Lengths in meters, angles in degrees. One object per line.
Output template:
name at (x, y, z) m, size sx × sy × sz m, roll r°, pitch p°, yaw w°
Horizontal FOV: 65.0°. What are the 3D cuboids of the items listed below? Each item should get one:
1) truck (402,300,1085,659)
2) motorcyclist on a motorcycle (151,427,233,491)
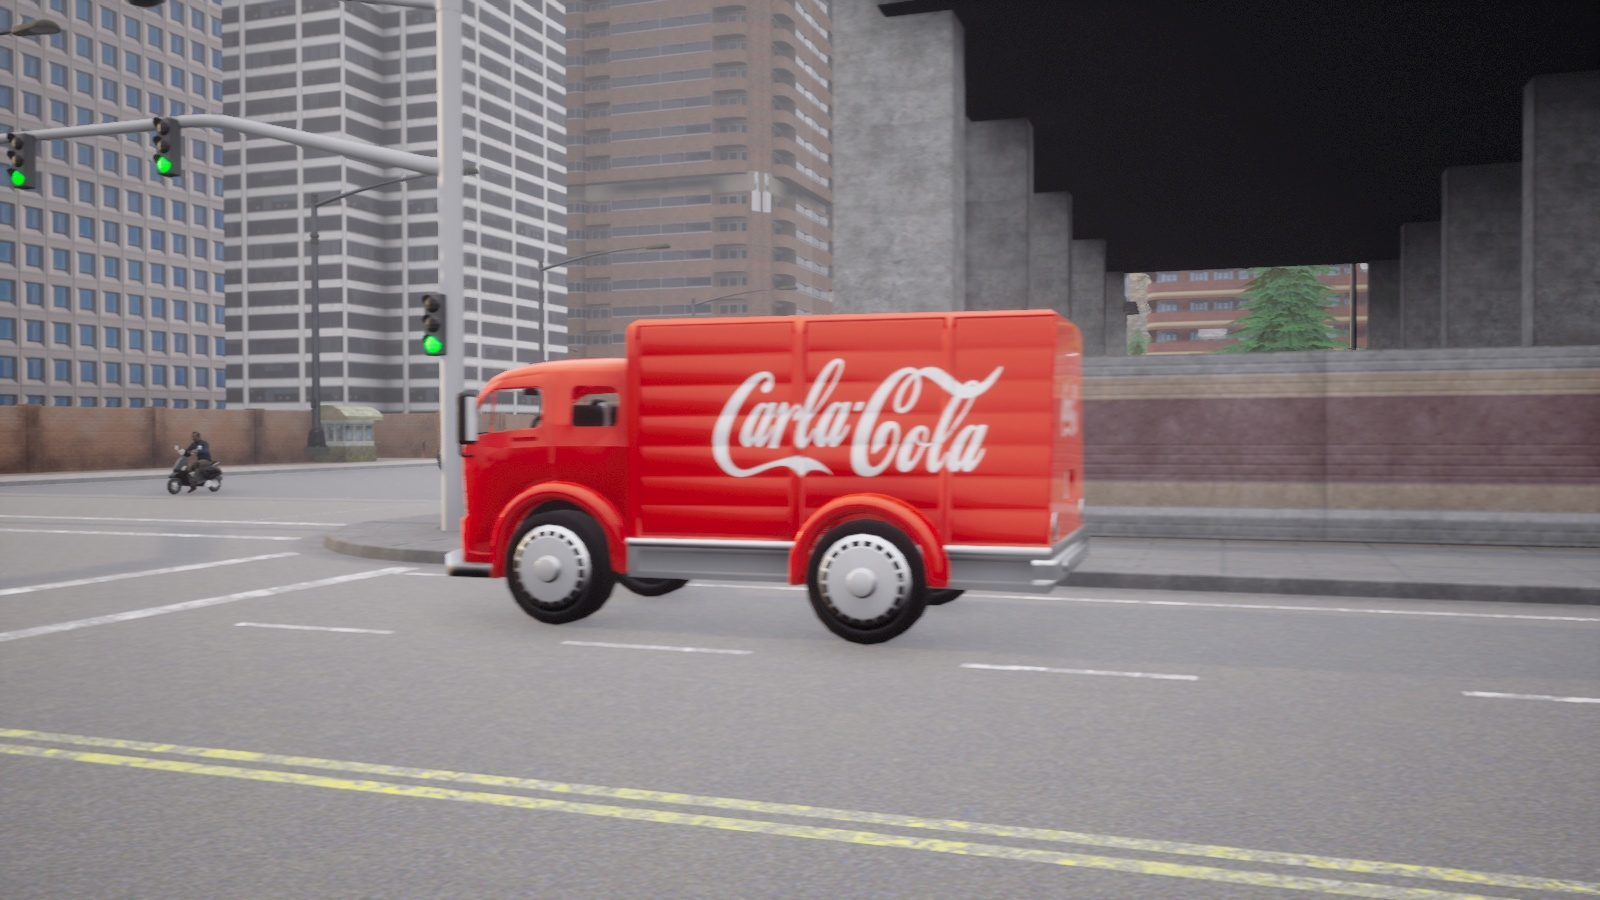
truck at (-0.370, 0.167, 10.696) m, size 5.204 × 2.467 × 2.627 m, roll 1°, pitch 1°, yaw 19°
motorcyclist on a motorcycle at (-15.658, 0.202, 32.399) m, size 0.866 × 1.590 × 1.817 m, roll 1°, pitch 1°, yaw 19°
